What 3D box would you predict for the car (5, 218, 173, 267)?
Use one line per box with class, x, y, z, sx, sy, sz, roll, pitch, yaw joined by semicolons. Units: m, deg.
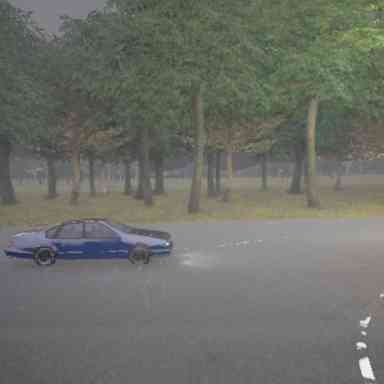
car;-3.355;1.614;11.424;5.357;1.411;2.033;-1;2;-2
